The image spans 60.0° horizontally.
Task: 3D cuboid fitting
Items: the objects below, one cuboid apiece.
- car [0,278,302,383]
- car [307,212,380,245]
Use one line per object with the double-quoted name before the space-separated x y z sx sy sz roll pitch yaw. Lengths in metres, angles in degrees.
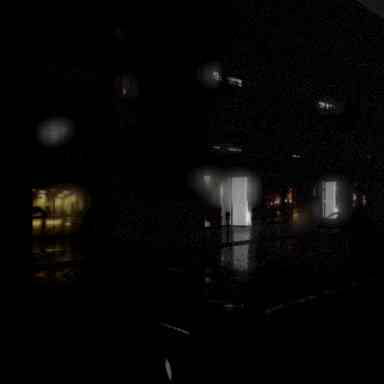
"car" -1.218 1.477 2.564 5.008 1.535 1.882 0 0 -36
"car" 7.172 1.583 15.538 4.206 1.307 1.802 0 0 -35
